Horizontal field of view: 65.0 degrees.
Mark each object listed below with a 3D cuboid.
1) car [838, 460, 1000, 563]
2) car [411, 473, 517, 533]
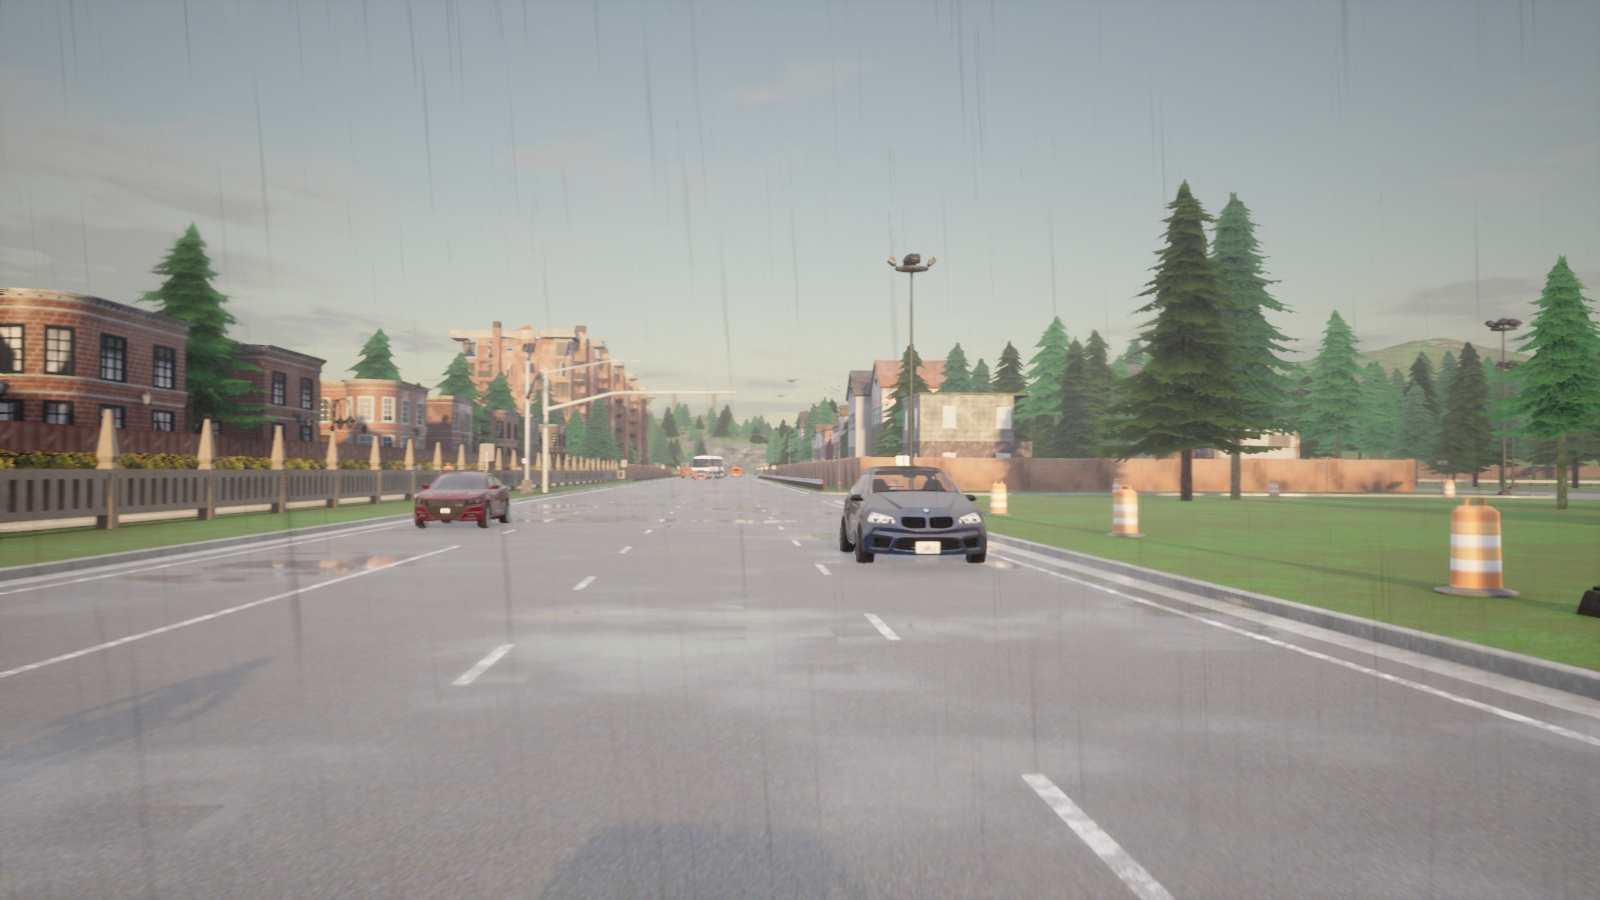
[{"bbox_3d":[2.007,1.034,22.769,2.242,1.667,4.611,0,-1,-3],"label":"car"},{"bbox_3d":[-9.231,1.410,34.882,1.882,1.535,5.008,0,-1,-3],"label":"car"}]
